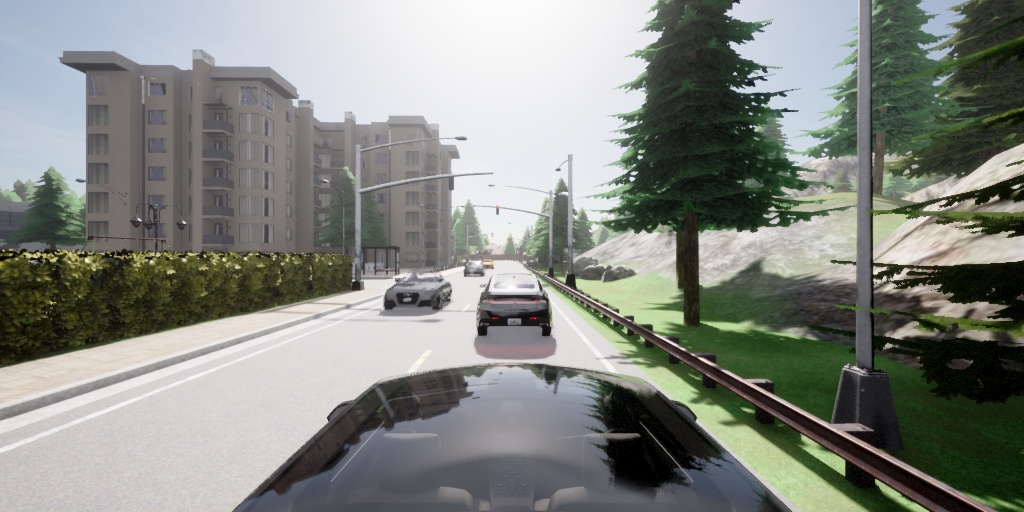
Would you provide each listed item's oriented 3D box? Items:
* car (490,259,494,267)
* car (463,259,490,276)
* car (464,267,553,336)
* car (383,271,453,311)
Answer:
[{"bbox_3d":[-3.691,1.227,54.036,1.882,1.535,5.008,0,0,0],"label":"car"},{"bbox_3d":[-3.664,1.242,35.542,2.128,1.511,4.902,0,0,0],"label":"car"},{"bbox_3d":[0.062,1.242,10.370,2.128,1.511,4.902,0,0,0],"label":"car"},{"bbox_3d":[-3.614,1.314,14.389,1.994,1.385,4.181,0,0,0],"label":"car"}]
